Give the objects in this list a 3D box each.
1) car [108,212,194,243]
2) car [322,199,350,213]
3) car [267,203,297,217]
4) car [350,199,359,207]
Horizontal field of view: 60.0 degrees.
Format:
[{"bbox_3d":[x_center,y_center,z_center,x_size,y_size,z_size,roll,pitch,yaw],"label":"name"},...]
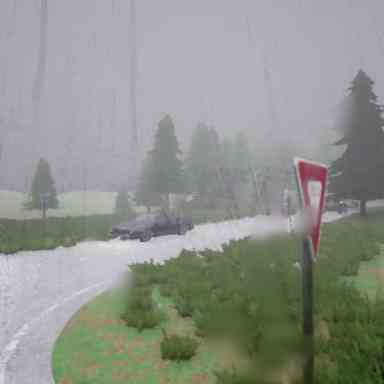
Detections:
[{"bbox_3d":[-2.019,1.809,18.240,2.033,1.411,5.357,-1,0,35],"label":"car"},{"bbox_3d":[16.913,1.593,39.513,2.097,1.767,4.553,-1,0,35],"label":"car"},{"bbox_3d":[9.376,1.834,34.539,1.994,1.385,4.181,-1,0,35],"label":"car"},{"bbox_3d":[22.619,1.738,47.767,2.128,1.511,4.902,-1,0,35],"label":"car"}]
